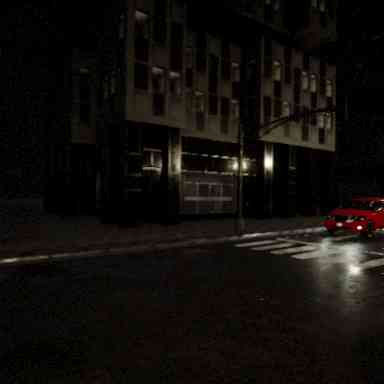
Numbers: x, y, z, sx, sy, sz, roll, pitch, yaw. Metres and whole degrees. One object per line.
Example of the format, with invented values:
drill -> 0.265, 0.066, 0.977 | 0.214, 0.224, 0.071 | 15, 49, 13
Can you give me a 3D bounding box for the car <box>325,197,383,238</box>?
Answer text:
car -> 9.803, 1.336, 18.652 | 5.566, 2.045, 2.150 | 0, 0, -36
